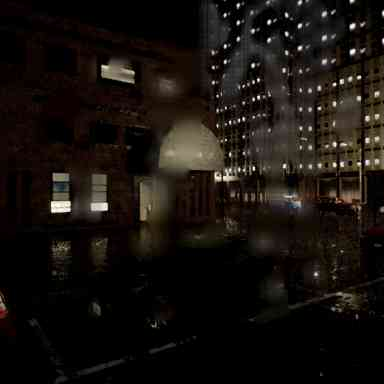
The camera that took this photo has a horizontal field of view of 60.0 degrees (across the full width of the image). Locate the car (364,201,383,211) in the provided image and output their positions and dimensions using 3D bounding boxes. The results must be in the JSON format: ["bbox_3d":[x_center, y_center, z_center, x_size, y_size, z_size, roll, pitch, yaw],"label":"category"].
[{"bbox_3d":[20.017,1.497,36.535,2.008,1.369,4.403,0,0,-35],"label":"car"}]

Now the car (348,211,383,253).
[{"bbox_3d":[8.045,1.542,12.440,4.507,1.381,1.887,0,0,-35],"label":"car"}]

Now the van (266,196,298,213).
[{"bbox_3d":[9.972,1.325,36.297,1.690,1.788,3.998,0,0,-35],"label":"van"}]

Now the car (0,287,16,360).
[{"bbox_3d":[-4.268,1.440,3.526,4.097,1.590,1.967,0,0,-35],"label":"car"}]

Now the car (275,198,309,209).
[{"bbox_3d":[13.689,1.512,45.632,1.802,1.307,4.206,0,0,-35],"label":"car"}]

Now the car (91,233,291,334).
[{"bbox_3d":[0.199,1.565,6.774,4.313,1.339,1.947,0,0,-35],"label":"car"}]

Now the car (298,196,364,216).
[{"bbox_3d":[13.136,1.307,31.748,2.192,1.841,5.009,0,0,-35],"label":"car"}]

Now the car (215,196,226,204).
[{"bbox_3d":[4.099,1.435,59.417,1.752,1.417,4.829,0,0,-35],"label":"car"}]
